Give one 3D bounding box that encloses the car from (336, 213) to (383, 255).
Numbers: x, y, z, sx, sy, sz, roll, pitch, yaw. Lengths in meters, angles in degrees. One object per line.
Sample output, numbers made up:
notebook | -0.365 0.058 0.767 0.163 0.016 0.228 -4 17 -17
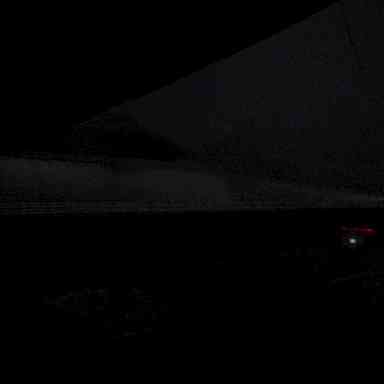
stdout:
car | 8.000 1.643 13.868 4.902 1.511 2.128 1 0 -35
